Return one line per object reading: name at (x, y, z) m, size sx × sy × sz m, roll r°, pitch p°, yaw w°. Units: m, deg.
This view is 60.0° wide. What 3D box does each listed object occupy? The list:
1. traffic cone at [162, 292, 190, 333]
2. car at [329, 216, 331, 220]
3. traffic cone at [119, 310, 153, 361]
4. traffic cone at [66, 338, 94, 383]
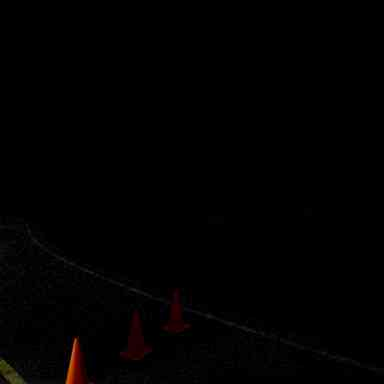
traffic cone at (-0.256, 1.931, 5.451) m, size 0.340 × 0.580 × 0.340 m, roll 1°, pitch 1°, yaw 31°
car at (35.622, 6.632, 82.737) m, size 1.851 × 1.617 × 3.988 m, roll -4°, pitch -3°, yaw 4°
traffic cone at (-0.776, 1.938, 4.601) m, size 0.340 × 0.580 × 0.340 m, roll 1°, pitch 1°, yaw 32°
traffic cone at (-1.295, 1.945, 3.750) m, size 0.340 × 0.580 × 0.340 m, roll 1°, pitch 1°, yaw 31°
